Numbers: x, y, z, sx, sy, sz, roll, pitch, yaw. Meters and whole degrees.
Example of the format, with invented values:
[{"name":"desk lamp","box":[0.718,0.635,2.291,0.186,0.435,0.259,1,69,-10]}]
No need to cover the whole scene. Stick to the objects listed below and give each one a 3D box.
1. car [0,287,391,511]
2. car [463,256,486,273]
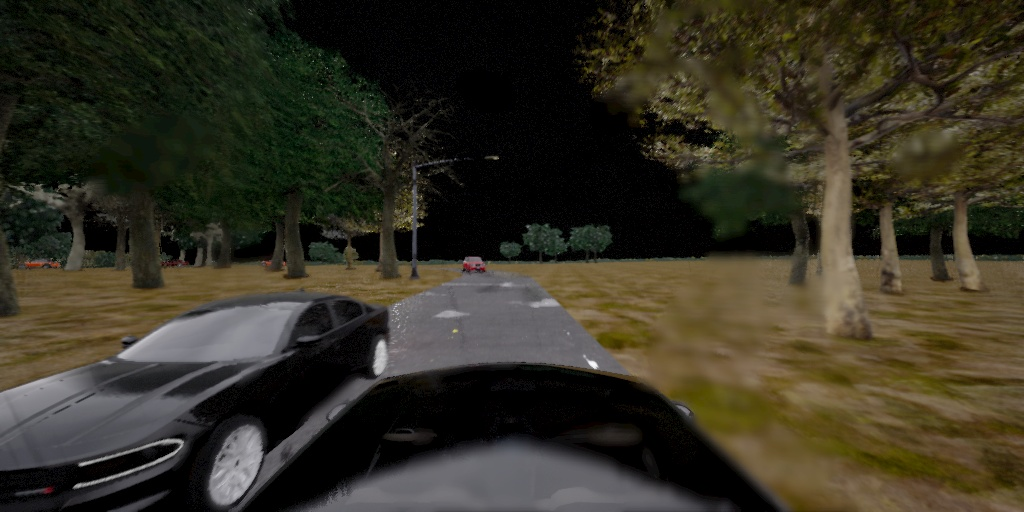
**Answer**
[{"name":"car","box":[-3.101,1.233,4.464,1.882,1.535,5.008,0,0,0]},{"name":"car","box":[-4.840,1.077,45.771,2.150,2.045,5.566,1,0,-16]}]
